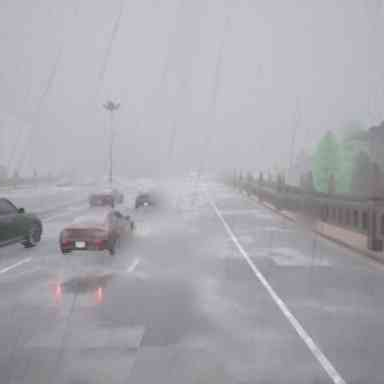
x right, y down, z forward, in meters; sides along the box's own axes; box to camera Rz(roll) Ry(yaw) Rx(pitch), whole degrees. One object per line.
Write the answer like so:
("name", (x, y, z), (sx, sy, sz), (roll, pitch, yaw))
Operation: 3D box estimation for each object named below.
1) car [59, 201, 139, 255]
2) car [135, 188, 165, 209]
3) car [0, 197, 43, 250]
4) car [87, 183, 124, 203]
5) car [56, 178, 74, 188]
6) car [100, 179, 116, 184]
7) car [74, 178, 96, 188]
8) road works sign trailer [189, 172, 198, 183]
("car", (-3.412, 1.348, 12.549), (1.812, 1.442, 4.674), (0, 3, 1))
("car", (-3.363, 0.449, 26.754), (1.837, 1.490, 4.892), (0, 4, 1))
("car", (-6.940, 1.116, 10.633), (2.150, 2.045, 5.566), (0, 2, 1))
("car", (-6.858, 0.391, 27.170), (1.882, 1.535, 5.008), (0, 4, 1))
("car", (-20.839, -1.522, 55.087), (1.837, 1.490, 4.892), (0, 4, 1))
("car", (-13.843, -1.477, 55.283), (1.994, 1.385, 4.181), (0, 4, 1))
("car", (-17.340, -1.508, 55.191), (1.812, 1.442, 4.674), (0, 4, 1))
("road works sign trailer", (0.368, -4.010, 93.194), (2.380, 3.560, 2.880), (0, -2, 0))
